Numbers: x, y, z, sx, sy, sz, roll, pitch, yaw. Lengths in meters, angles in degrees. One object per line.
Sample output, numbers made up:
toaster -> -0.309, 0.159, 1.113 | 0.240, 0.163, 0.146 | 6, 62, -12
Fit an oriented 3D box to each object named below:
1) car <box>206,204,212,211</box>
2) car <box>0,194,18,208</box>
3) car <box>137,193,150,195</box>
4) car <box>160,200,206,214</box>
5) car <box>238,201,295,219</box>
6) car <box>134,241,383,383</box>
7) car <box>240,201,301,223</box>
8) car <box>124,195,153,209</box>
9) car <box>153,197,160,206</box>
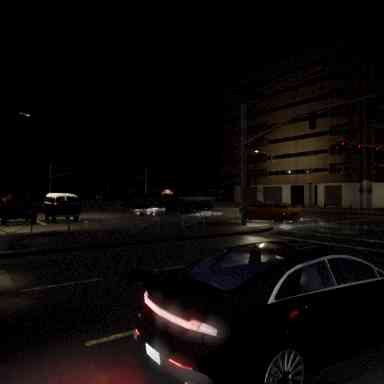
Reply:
car -> 0.450, 1.656, 40.805 | 1.895, 1.301, 4.718 | 0, 0, -34
car -> -31.421, 1.209, 56.553 | 1.932, 1.855, 4.605 | 0, 0, -34
car -> -10.431, 1.277, 69.498 | 2.150, 2.045, 5.566 | 0, 0, -34
car -> -1.092, 1.603, 36.851 | 2.033, 1.411, 5.357 | 0, 0, -35
car -> 6.880, 1.603, 31.378 | 2.033, 1.411, 5.357 | 0, 0, -34
car -> 1.594, 1.492, 4.879 | 4.902, 1.511, 2.128 | 0, 0, -34
car -> 6.196, 1.532, 26.172 | 1.882, 1.535, 5.008 | 0, 0, -34
car -> -7.862, 1.533, 46.787 | 1.882, 1.535, 5.008 | 0, 0, -34
car -> -6.046, 1.561, 50.347 | 1.837, 1.490, 4.892 | 0, 0, -34
